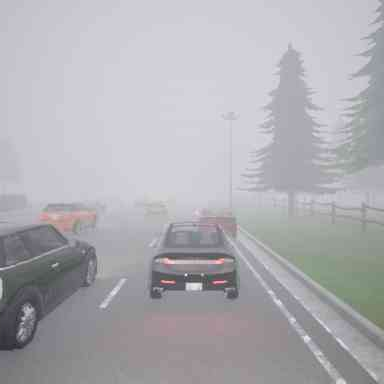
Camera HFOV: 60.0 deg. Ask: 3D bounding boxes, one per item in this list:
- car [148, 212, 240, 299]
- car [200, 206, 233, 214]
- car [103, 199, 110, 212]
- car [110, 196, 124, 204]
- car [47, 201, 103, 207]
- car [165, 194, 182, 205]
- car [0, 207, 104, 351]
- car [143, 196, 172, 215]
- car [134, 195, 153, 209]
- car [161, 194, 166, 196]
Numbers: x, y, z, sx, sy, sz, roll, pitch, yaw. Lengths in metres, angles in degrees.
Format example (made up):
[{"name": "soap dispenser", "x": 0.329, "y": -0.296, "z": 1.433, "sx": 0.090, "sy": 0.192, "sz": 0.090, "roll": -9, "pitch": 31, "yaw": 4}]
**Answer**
[{"name": "car", "x": 0.057, "y": 1.490, "z": 8.419, "sx": 2.128, "sy": 1.511, "sz": 4.902, "roll": 0, "pitch": 0, "yaw": 0}, {"name": "car", "x": 1.235, "y": 1.475, "z": 17.760, "sx": 1.882, "sy": 1.535, "sz": 5.008, "roll": 0, "pitch": 0, "yaw": 0}, {"name": "car", "x": -10.379, "y": 1.595, "z": 34.924, "sx": 1.895, "sy": 1.301, "sz": 4.718, "roll": 0, "pitch": 0, "yaw": 0}, {"name": "car", "x": -13.868, "y": 1.516, "z": 60.768, "sx": 1.812, "sy": 1.442, "sz": 4.674, "roll": 0, "pitch": 0, "yaw": 0}, {"name": "car", "x": -6.888, "y": 1.349, "z": 18.849, "sx": 2.097, "sy": 1.767, "sz": 4.553, "roll": 0, "pitch": 0, "yaw": 0}, {"name": "car", "x": -3.364, "y": 1.538, "z": 59.951, "sx": 2.033, "sy": 1.411, "sz": 5.357, "roll": 0, "pitch": 0, "yaw": 0}, {"name": "car", "x": -3.396, "y": 1.351, "z": 6.374, "sx": 2.097, "sy": 1.767, "sz": 4.553, "roll": 0, "pitch": 0, "yaw": 0}, {"name": "car", "x": -3.380, "y": 1.472, "z": 33.324, "sx": 1.882, "sy": 1.535, "sz": 5.008, "roll": 0, "pitch": 0, "yaw": 0}, {"name": "car", "x": -6.886, "y": 1.519, "z": 46.155, "sx": 1.812, "sy": 1.442, "sz": 4.674, "roll": 0, "pitch": 0, "yaw": 0}, {"name": "car", "x": -6.946, "y": 1.510, "z": 93.515, "sx": 1.812, "sy": 1.442, "sz": 4.674, "roll": 0, "pitch": 0, "yaw": 0}]
